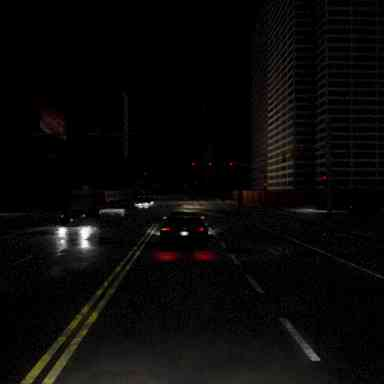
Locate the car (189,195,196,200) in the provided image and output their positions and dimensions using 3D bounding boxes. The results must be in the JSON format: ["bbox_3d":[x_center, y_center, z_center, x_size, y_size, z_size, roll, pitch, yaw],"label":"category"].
[{"bbox_3d":[0.243,1.525,94.655,2.128,1.511,4.902,0,0,-2],"label":"car"}]

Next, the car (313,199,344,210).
[{"bbox_3d":[18.310,1.547,42.161,5.357,1.411,2.033,0,0,-2],"label":"car"}]

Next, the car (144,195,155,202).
[{"bbox_3d":[-9.588,1.525,75.418,2.128,1.511,4.902,0,0,-2],"label":"car"}]

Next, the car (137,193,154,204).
[{"bbox_3d":[-9.245,1.492,64.510,2.128,1.511,4.902,0,0,-1],"label":"car"}]

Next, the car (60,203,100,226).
[{"bbox_3d":[-7.866,1.526,23.796,1.812,1.442,4.674,0,0,-2],"label":"car"}]

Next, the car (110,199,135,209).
[{"bbox_3d":[-9.574,1.601,46.270,1.895,1.301,4.718,0,0,12],"label":"car"}]

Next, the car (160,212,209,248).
[{"bbox_3d":[-0.362,1.564,14.756,1.994,1.385,4.181,0,0,-2],"label":"car"}]

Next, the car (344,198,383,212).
[{"bbox_3d":[20.965,1.492,38.763,4.902,1.511,2.128,0,0,-2],"label":"car"}]
